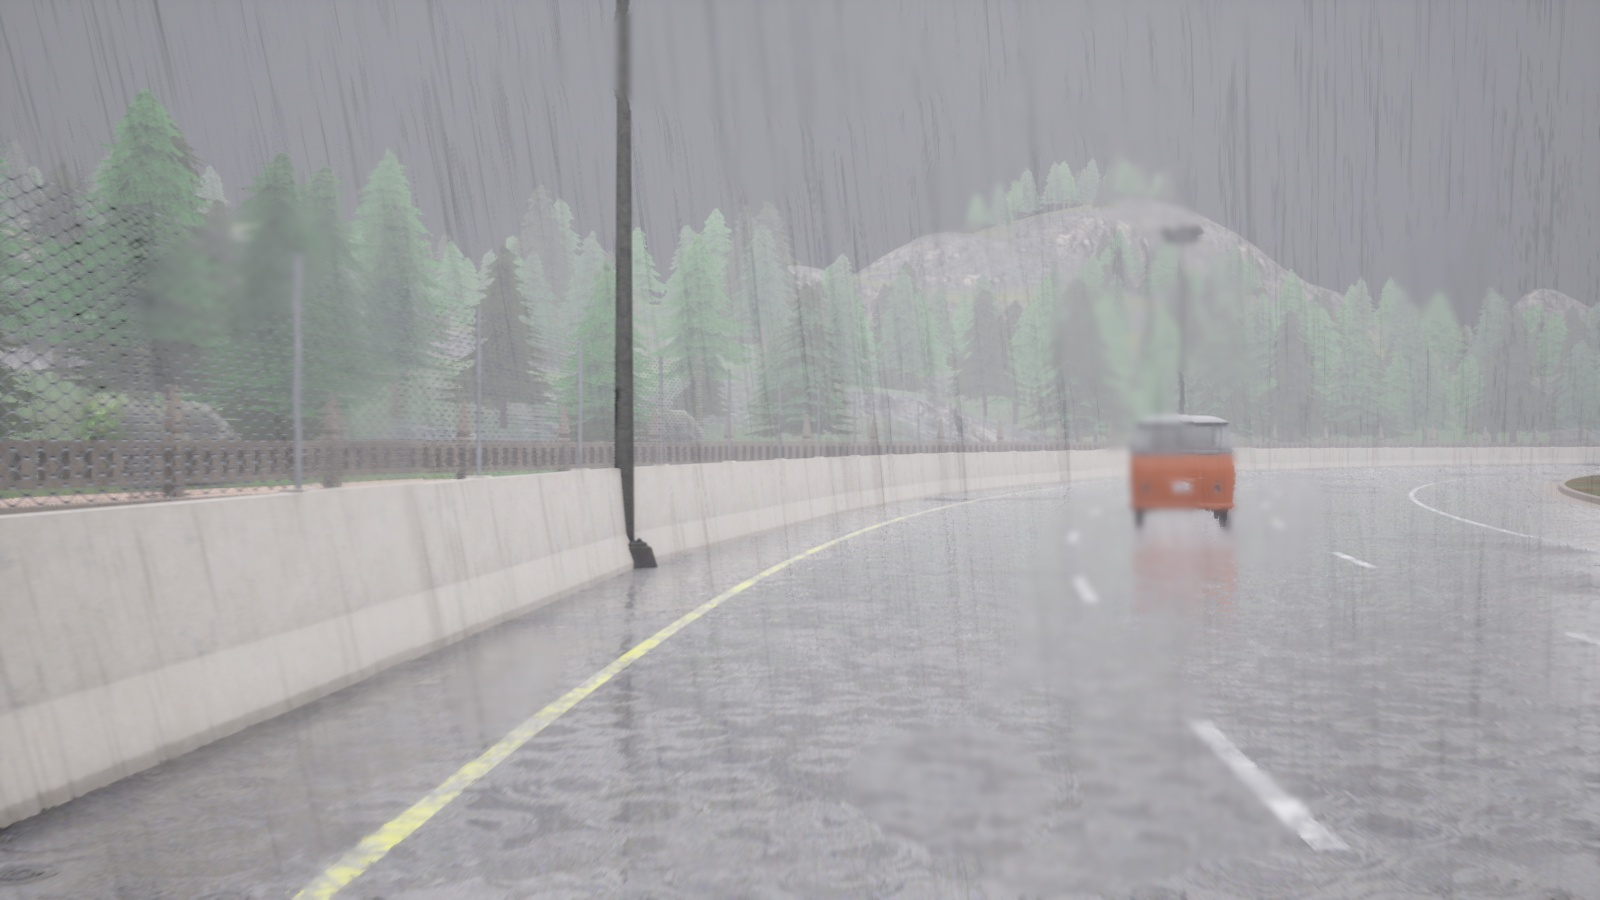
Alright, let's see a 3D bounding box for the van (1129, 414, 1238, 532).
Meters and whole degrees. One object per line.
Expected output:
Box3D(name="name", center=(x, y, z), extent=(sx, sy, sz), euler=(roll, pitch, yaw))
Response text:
Box3D(name="van", center=(7.132, 0.376, 23.543), extent=(1.775, 1.987, 4.442), euler=(0, 0, 16))
